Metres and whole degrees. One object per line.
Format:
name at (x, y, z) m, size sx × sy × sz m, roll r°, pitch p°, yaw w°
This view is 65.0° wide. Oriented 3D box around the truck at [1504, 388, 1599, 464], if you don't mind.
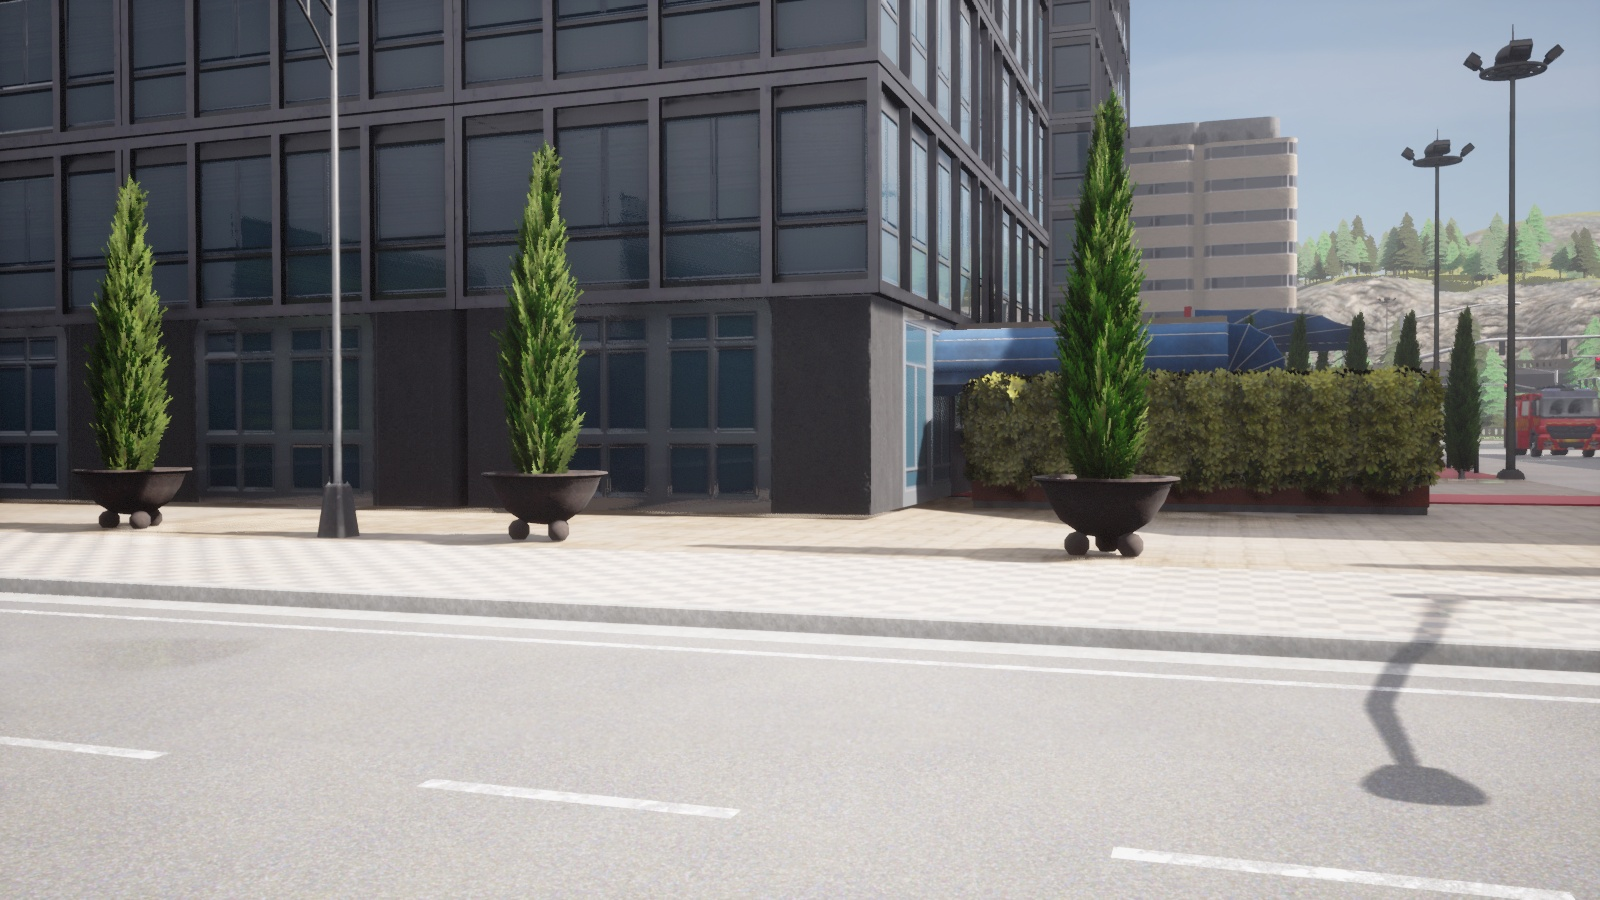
truck at (40.447, -1.268, 67.549) m, size 2.891 × 3.827 × 8.468 m, roll 1°, pitch 1°, yaw 18°
